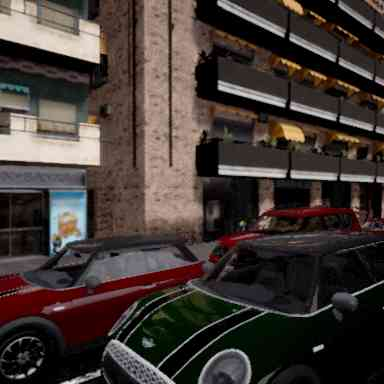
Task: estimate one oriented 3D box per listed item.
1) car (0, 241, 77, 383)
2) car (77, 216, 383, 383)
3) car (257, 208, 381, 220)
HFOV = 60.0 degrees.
[{"bbox_3d":[-1.611,1.514,5.432,4.097,1.590,1.967,0,-1,-39],"label":"car"},{"bbox_3d":[1.201,1.388,4.251,4.553,1.767,2.097,0,-1,-39],"label":"car"},{"bbox_3d":[2.786,1.384,8.959,5.009,1.841,2.192,0,-1,-39],"label":"car"}]
